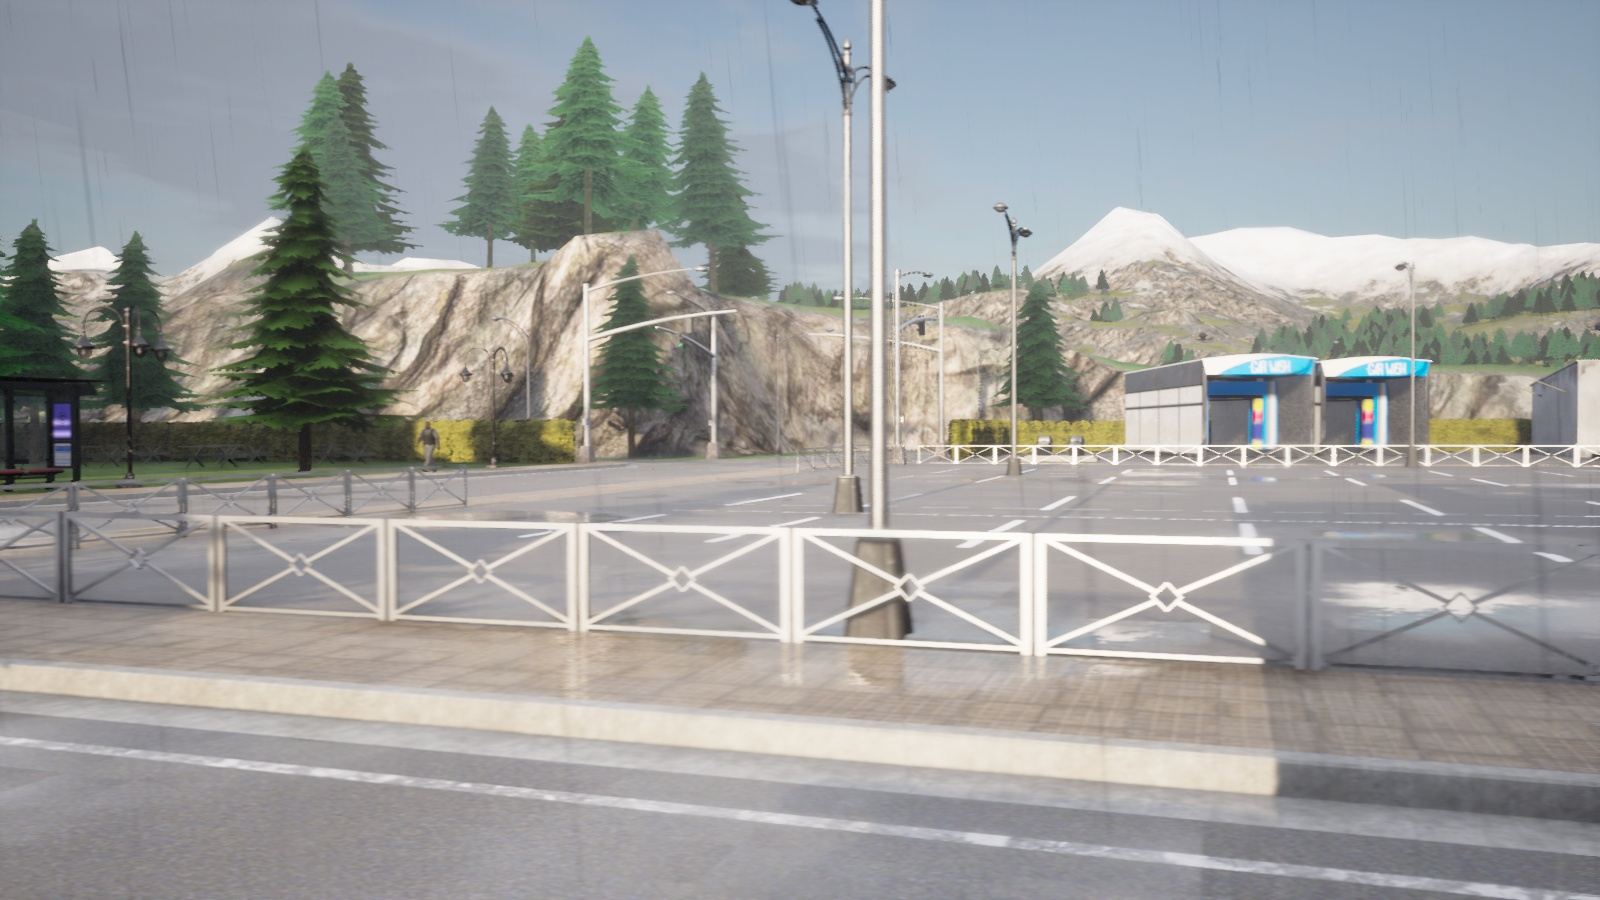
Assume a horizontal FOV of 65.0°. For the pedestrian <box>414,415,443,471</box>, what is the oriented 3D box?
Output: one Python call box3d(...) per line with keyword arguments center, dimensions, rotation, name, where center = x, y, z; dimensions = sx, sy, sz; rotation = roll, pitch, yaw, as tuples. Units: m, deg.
box3d(center=(-12.682, -0.237, 42.874), dimensions=(0.563, 1.883, 0.849), rotation=(0, 1, 16), name="pedestrian")
